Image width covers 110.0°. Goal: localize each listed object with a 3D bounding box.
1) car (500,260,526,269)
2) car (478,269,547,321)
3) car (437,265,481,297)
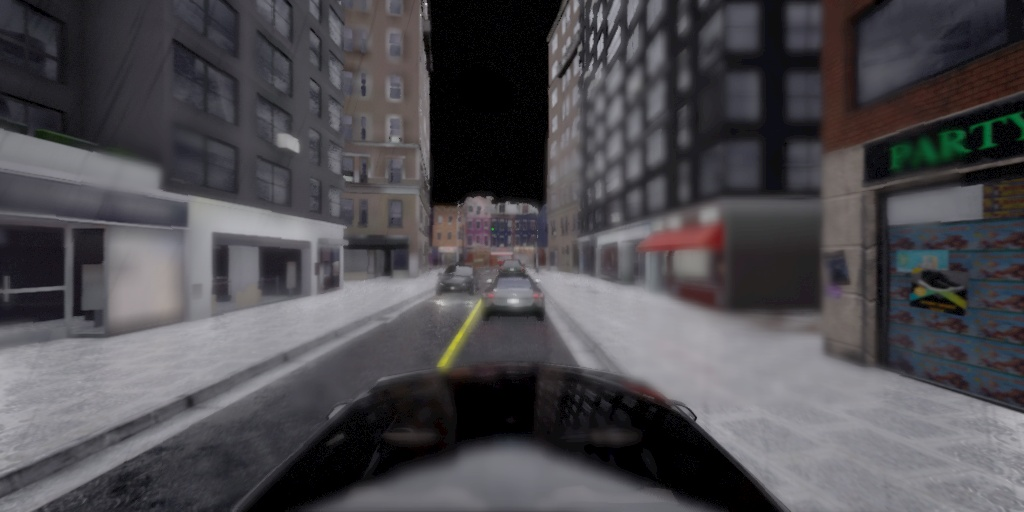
[{"bbox_3d":[0.088,1.087,28.887,2.097,1.767,4.553,0,0,0],"label":"car"},{"bbox_3d":[0.092,1.308,12.420,1.994,1.385,4.181,0,0,0],"label":"car"},{"bbox_3d":[-2.606,1.246,18.705,1.837,1.490,4.892,0,0,0],"label":"car"}]
